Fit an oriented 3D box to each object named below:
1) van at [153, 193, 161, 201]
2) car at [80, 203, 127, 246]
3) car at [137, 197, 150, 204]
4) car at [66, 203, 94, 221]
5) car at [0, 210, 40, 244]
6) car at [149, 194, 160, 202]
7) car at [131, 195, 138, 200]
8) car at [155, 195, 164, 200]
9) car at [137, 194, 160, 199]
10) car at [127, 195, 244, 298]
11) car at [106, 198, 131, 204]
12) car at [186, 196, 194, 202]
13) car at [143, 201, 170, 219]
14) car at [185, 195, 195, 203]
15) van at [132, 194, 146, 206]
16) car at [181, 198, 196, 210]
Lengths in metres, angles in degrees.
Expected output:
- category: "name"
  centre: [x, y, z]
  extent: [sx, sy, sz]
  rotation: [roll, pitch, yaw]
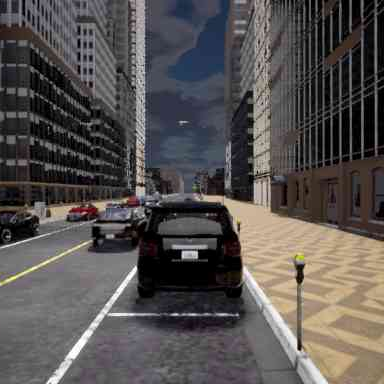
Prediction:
- category: "van"
  centre: [-8.831, 1.285, 84.106]
  extent: [1.690, 1.788, 3.998]
  rotation: [0, 0, 0]
- category: "car"
  centre: [-3.141, 1.490, 15.237]
  extent: [2.128, 1.511, 4.902]
  rotation: [0, 0, 0]
- category: "car"
  centre: [-8.832, 1.550, 61.338]
  extent: [1.802, 1.307, 4.206]
  rotation: [0, 0, 0]
- category: "car"
  centre: [-8.832, 1.574, 27.183]
  extent: [1.802, 1.307, 4.206]
  rotation: [0, 0, 0]
- category: "car"
  centre: [-8.833, 1.563, 15.800]
  extent: [1.947, 1.339, 4.313]
  rotation: [0, 0, 0]
- category: "car"
  centre: [-8.832, 1.391, 78.413]
  extent: [1.967, 1.590, 4.097]
  rotation: [0, 0, 0]
- category: "car"
  centre: [-8.832, 1.523, 49.953]
  extent: [1.887, 1.381, 4.507]
  rotation: [0, 0, 0]
- category: "car"
  centre: [-8.832, 1.503, 89.799]
  extent: [1.947, 1.339, 4.313]
  rotation: [0, 0, 0]
- category: "car"
  centre: [-6.150, 1.473, 48.378]
  extent: [2.128, 1.511, 4.902]
  rotation: [0, 0, 0]
- category: "car"
  centre: [-0.039, 1.227, 8.679]
  extent: [2.150, 2.045, 5.566]
  rotation: [0, 0, 0]
- category: "car"
  centre: [-8.833, 1.537, 38.569]
  extent: [2.008, 1.369, 4.403]
  rotation: [0, 0, 0]
- category: "car"
  centre: [-0.452, 1.533, 78.399]
  extent: [1.802, 1.307, 4.206]
  rotation: [0, 0, 0]
- category: "car"
  centre: [-3.142, 1.555, 30.273]
  extent: [1.994, 1.385, 4.181]
  rotation: [0, 0, 0]
- category: "car"
  centre: [-0.451, 1.403, 67.015]
  extent: [1.967, 1.590, 4.097]
  rotation: [0, 0, 0]
- category: "van"
  centre: [-8.831, 1.314, 55.646]
  extent: [1.690, 1.788, 3.998]
  rotation: [0, 0, 0]
- category: "car"
  centre: [-0.452, 1.548, 44.248]
  extent: [1.947, 1.339, 4.313]
  rotation: [0, 0, 0]
